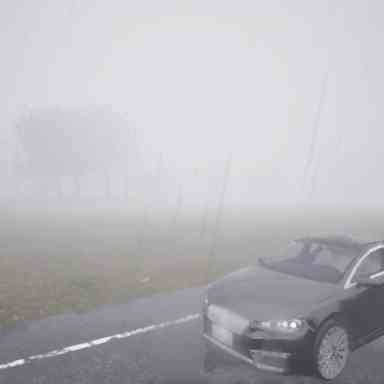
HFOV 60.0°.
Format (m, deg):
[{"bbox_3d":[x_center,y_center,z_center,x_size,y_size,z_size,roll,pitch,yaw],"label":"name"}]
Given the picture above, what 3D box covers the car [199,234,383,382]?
[{"bbox_3d":[2.370,1.517,5.544,4.902,1.511,2.128,0,0,-35],"label":"car"}]
